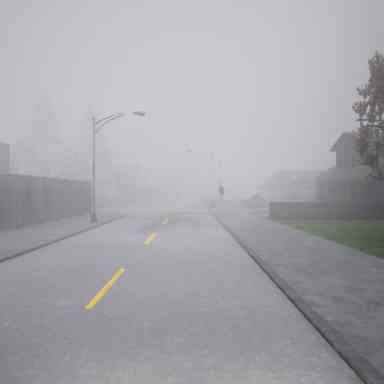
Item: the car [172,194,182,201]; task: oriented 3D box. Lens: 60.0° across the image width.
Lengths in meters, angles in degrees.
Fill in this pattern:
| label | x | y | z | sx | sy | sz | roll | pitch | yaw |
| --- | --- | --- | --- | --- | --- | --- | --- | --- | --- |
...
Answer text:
| label | x | y | z | sx | sy | sz | roll | pitch | yaw |
| --- | --- | --- | --- | --- | --- | --- | --- | --- | --- |
| car | -4.000 | 1.428 | 89.092 | 2.150 | 2.045 | 5.566 | 0 | 0 | 0 |
